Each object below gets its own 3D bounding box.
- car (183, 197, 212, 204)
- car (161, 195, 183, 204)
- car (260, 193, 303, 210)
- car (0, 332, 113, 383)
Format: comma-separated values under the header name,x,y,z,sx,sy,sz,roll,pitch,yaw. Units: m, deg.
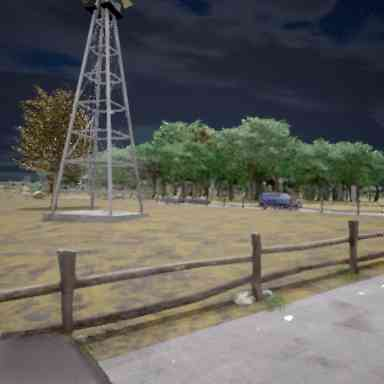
name,x,y,z,sx,sy,sz,roll,pitch,yaw
car,1.280,1.512,59.024,2.033,1.411,5.357,2,-1,-35
car,-2.977,1.443,60.153,2.033,1.411,5.357,2,-1,-35
car,10.833,1.128,40.670,2.150,2.045,5.566,2,-1,-36
car,-2.794,1.558,1.075,5.357,1.411,2.033,0,0,-36
